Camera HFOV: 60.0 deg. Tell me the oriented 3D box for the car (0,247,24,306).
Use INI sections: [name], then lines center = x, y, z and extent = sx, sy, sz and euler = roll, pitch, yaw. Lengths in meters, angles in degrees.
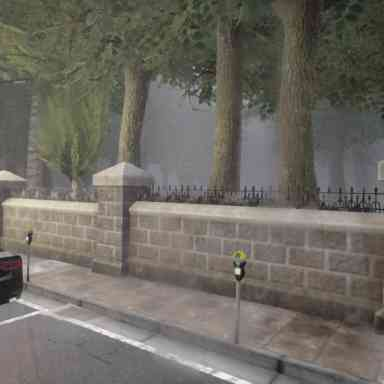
[car]
center = -5.453, 1.477, 6.836
extent = 5.008, 1.535, 1.882
euler = 0, 0, 35
